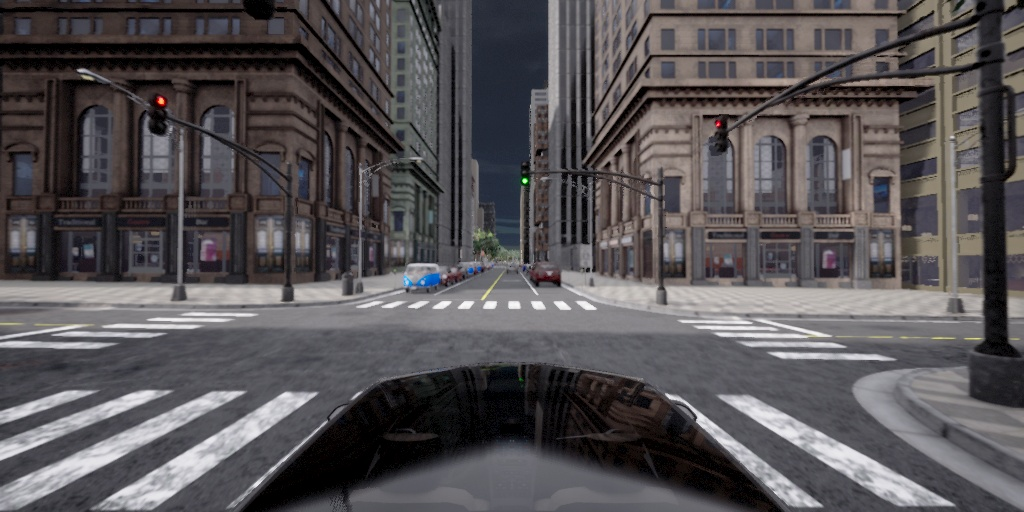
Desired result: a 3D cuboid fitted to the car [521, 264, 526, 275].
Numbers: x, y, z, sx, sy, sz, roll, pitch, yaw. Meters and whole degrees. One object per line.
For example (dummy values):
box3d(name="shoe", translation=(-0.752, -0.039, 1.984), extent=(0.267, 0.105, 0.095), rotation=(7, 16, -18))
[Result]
box3d(name="car", translation=(2.732, 1.991, 50.435), extent=(2.007, 1.370, 4.403), rotation=(0, 0, 0))

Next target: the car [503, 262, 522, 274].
box3d(name="car", translation=(0.064, 2.015, 56.130), extent=(2.128, 1.511, 4.902), rotation=(0, -1, 0))

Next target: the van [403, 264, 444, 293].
box3d(name="van", translation=(-5.776, 1.387, 23.220), extent=(1.690, 1.789, 3.998), rotation=(0, 0, 0))

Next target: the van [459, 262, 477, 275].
box3d(name="van", translation=(-5.790, 1.701, 44.982), extent=(1.690, 1.789, 3.998), rotation=(0, 0, 0))

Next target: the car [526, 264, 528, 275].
box3d(name="car", translation=(2.742, 1.517, 34.115), extent=(2.192, 1.841, 5.009), rotation=(0, 0, 0))

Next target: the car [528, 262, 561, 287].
box3d(name="car", translation=(2.746, 1.438, 28.675), extent=(2.192, 1.841, 5.009), rotation=(0, 0, 0))

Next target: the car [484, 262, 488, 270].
box3d(name="car", translation=(-5.801, 1.914, 61.304), extent=(2.192, 1.841, 5.009), rotation=(0, 0, 0))

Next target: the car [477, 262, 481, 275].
box3d(name="car", translation=(-5.794, 1.985, 50.423), extent=(1.888, 1.381, 4.507), rotation=(0, 0, 0))

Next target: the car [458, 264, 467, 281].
box3d(name="car", translation=(-5.783, 1.747, 34.101), extent=(1.888, 1.381, 4.507), rotation=(0, 0, 0))

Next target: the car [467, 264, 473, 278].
box3d(name="car", translation=(-5.787, 1.847, 39.541), extent=(1.948, 1.339, 4.313), rotation=(0, 0, 0))

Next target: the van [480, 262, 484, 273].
box3d(name="van", translation=(-5.797, 1.861, 55.864), extent=(1.690, 1.789, 3.998), rotation=(0, 0, 0))

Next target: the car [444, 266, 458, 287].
box3d(name="car", translation=(-5.780, 1.563, 28.660), extent=(1.967, 1.591, 4.097), rotation=(0, 0, 0))
